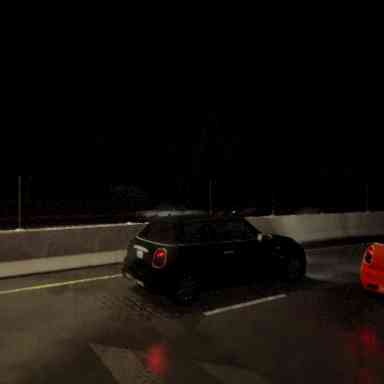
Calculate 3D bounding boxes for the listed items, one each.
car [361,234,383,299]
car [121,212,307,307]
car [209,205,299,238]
[{"bbox_3d":[5.739,1.340,7.044,4.553,1.767,2.097,0,0,-30],"label":"car"},{"bbox_3d":[0.697,1.329,8.135,4.553,1.767,2.097,0,0,-33],"label":"car"},{"bbox_3d":[3.380,1.479,17.929,4.674,1.442,1.812,0,0,-27],"label":"car"}]
